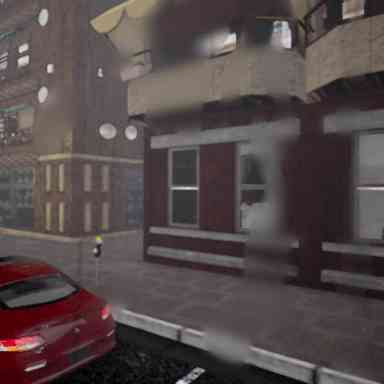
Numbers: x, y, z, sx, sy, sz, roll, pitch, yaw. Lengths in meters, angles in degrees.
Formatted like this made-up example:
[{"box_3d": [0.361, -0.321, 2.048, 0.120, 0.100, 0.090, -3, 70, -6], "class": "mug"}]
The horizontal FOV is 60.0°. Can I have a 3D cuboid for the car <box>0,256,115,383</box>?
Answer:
[{"box_3d": [-2.893, 1.608, 4.769, 4.206, 1.307, 1.802, 0, 0, 35], "class": "car"}]
